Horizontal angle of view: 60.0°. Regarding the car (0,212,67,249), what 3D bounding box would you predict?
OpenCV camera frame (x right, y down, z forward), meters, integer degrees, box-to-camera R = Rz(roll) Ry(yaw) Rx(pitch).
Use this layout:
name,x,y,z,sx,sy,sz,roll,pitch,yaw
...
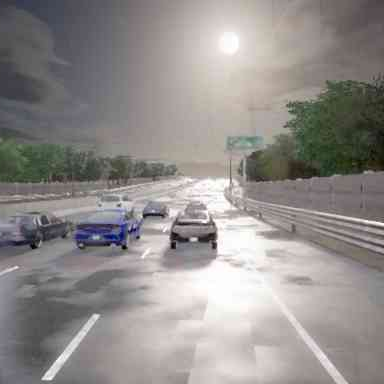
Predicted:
name,x,y,z,sx,sy,sz,roll,pitch,yaw
car,-6.907,1.555,14.450,2.033,1.411,5.357,0,0,1

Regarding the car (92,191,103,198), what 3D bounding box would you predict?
name,x,y,z,sx,sy,sz,roll,pitch,yaw
car,-21.926,0.558,78.054,1.837,1.490,4.892,0,1,4

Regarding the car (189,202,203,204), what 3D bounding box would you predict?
name,x,y,z,sx,sy,sz,roll,pitch,yaw
car,0.373,1.530,29.203,1.994,1.385,4.181,0,0,1

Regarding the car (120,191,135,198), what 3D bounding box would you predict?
name,x,y,z,sx,sy,sz,roll,pitch,yaw
car,-14.942,0.606,77.577,2.033,1.411,5.357,0,1,4

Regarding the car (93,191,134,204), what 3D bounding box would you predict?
name,x,y,z,sx,sy,sz,roll,pitch,yaw
car,-6.624,1.211,29.407,2.150,2.045,5.566,0,0,1

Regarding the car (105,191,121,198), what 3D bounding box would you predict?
name,x,y,z,sx,sy,sz,roll,pitch,yaw
car,-18.435,0.587,77.816,2.128,1.511,4.902,0,1,4

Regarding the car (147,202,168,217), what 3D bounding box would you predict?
name,x,y,z,sx,sy,sz,roll,pitch,yaw
car,-3.127,1.529,29.291,1.994,1.385,4.181,0,0,1

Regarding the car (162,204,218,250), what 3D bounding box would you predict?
name,x,y,z,sx,sy,sz,roll,pitch,yaw
car,0.092,1.489,14.362,2.128,1.511,4.902,0,0,1

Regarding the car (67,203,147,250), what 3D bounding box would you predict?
name,x,y,z,sx,sy,sz,roll,pitch,yaw
car,-3.408,1.478,14.407,1.882,1.535,5.008,0,0,1
